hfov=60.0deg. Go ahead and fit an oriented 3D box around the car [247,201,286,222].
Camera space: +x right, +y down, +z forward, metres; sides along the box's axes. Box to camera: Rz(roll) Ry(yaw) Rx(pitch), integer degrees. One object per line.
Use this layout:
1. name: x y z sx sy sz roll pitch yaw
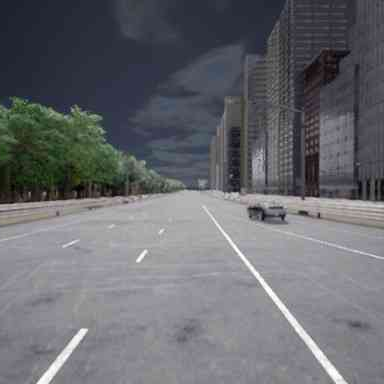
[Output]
1. car: 5.806 1.472 26.471 2.128 1.511 4.902 0 0 -8
